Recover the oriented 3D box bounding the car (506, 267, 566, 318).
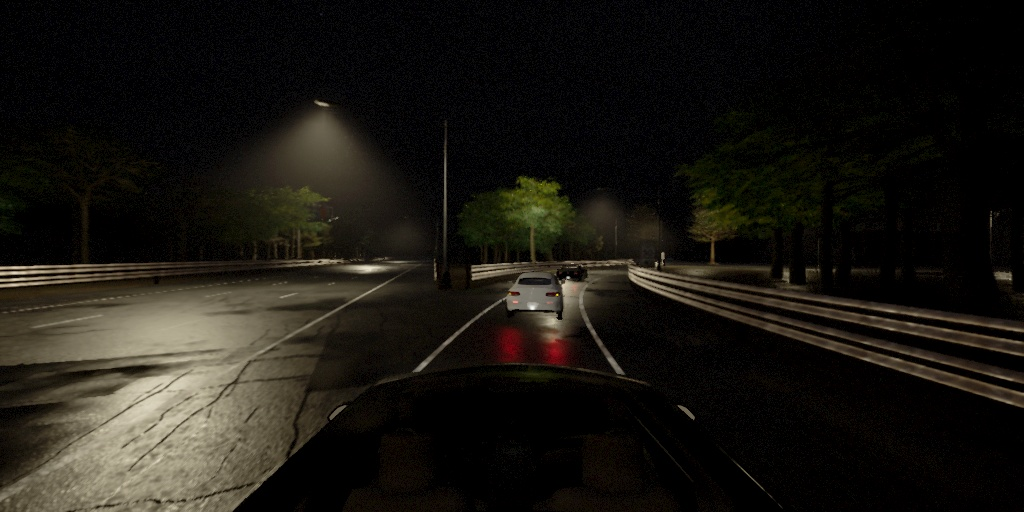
[{"bbox_3d":[0.939,1.294,12.952,1.812,1.442,4.674,0,0,8],"label":"car"}]

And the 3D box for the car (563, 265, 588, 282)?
[{"bbox_3d":[5.155,1.384,30.077,1.895,1.301,4.718,0,0,20],"label":"car"}]
